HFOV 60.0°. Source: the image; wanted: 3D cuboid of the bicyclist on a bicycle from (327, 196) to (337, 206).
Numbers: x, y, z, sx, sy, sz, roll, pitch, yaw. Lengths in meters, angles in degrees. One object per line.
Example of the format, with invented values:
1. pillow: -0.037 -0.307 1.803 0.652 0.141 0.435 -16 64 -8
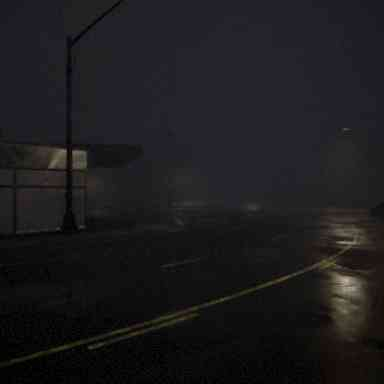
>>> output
1. bicyclist on a bicycle: 24.260 1.583 57.731 1.656 1.620 0.582 -8 1 3

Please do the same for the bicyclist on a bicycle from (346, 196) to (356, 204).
1. bicyclist on a bicycle: 29.576 1.514 61.868 1.656 1.620 0.582 0 0 39

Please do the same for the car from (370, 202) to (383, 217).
1. car: 17.571 1.621 29.582 1.812 1.442 4.674 0 0 7

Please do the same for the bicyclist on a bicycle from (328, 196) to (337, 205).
1. bicyclist on a bicycle: 24.720 1.510 58.580 1.656 1.620 0.582 0 0 -32
